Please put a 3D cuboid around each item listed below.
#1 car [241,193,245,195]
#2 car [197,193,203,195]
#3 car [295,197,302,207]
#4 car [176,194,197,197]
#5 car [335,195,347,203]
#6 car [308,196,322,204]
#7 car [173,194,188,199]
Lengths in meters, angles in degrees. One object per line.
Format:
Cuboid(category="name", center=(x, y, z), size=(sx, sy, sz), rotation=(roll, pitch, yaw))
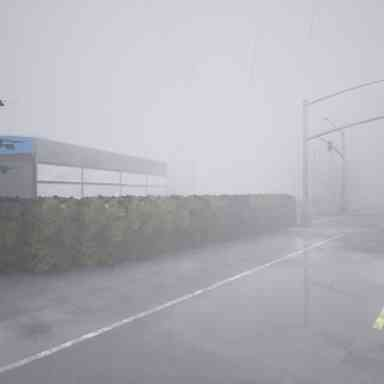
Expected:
Cuboid(category="car", center=(12.253, 1.077, 78.127), size=(1.905, 1.878, 3.866), rotation=(0, 0, 38))
Cuboid(category="car", center=(2.215, 1.154, 86.060), size=(2.152, 1.636, 5.027), rotation=(0, 0, 38))
Cuboid(category="car", center=(13.149, 1.340, 44.587), size=(2.007, 1.523, 4.514), rotation=(0, 0, 38))
Cuboid(category="car", center=(-1.695, 1.298, 66.086), size=(2.007, 1.523, 4.514), rotation=(0, 0, 38))
Cuboid(category="car", center=(29.283, 1.374, 65.019), size=(1.845, 1.501, 3.633), rotation=(0, 0, 38))
Cuboid(category="car", center=(22.344, 1.384, 61.045), size=(1.970, 1.475, 3.806), rotation=(0, 0, 38))
Cuboid(category="car", center=(-3.021, 1.232, 89.786), size=(1.970, 1.475, 3.806), rotation=(0, 0, 38))
